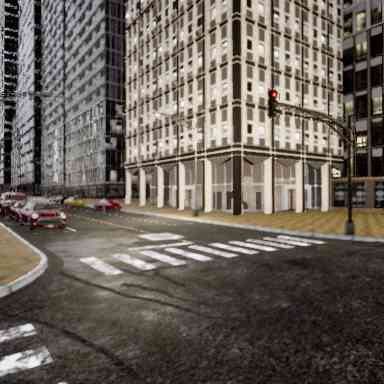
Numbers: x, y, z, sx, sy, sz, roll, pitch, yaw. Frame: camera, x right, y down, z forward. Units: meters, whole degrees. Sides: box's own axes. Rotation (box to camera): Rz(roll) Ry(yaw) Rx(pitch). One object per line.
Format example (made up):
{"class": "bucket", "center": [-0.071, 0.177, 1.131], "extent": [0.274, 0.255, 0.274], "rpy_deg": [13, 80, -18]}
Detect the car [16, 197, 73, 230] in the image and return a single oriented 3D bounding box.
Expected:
{"class": "car", "center": [-8.680, 1.271, 19.350], "extent": [1.967, 1.590, 4.097], "rpy_deg": [2, 0, -36]}

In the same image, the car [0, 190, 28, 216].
{"class": "car", "center": [-15.178, 1.033, 28.409], "extent": [2.192, 1.841, 5.009], "rpy_deg": [2, 0, -36]}

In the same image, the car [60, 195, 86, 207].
{"class": "car", "center": [-15.014, 1.155, 42.546], "extent": [1.752, 1.417, 4.829], "rpy_deg": [2, 0, -36]}

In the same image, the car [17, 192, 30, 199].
{"class": "car", "center": [-37.677, 0.784, 74.124], "extent": [1.887, 1.381, 4.507], "rpy_deg": [2, 0, -36]}

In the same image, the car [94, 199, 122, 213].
{"class": "car", "center": [-8.413, 1.326, 33.344], "extent": [1.802, 1.307, 4.206], "rpy_deg": [2, 0, -36]}

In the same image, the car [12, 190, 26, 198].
{"class": "car", "center": [-40.923, 0.498, 78.656], "extent": [2.192, 1.841, 5.009], "rpy_deg": [2, 0, -36]}

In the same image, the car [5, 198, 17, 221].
{"class": "car", "center": [-11.935, 1.356, 23.879], "extent": [1.802, 1.307, 4.206], "rpy_deg": [2, 0, -36]}

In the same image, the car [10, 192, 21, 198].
{"class": "car", "center": [-44.180, 0.693, 83.186], "extent": [1.947, 1.339, 4.313], "rpy_deg": [2, 0, -36]}
